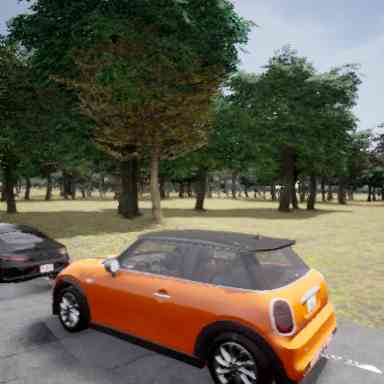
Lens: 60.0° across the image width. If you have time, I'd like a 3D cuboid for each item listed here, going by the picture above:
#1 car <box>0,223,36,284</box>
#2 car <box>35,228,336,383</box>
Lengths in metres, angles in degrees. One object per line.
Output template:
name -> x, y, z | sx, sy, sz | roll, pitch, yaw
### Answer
car -> -5.182, 1.562, 8.896 | 4.674, 1.442, 1.812 | 0, 0, 35
car -> -0.246, 1.392, 5.361 | 4.553, 1.767, 2.097 | 0, 0, 36
